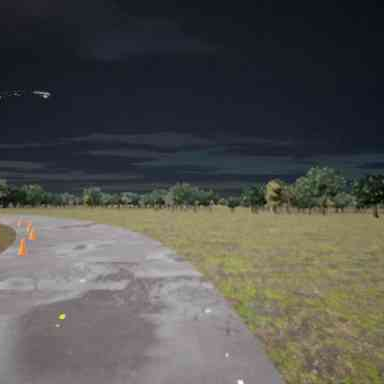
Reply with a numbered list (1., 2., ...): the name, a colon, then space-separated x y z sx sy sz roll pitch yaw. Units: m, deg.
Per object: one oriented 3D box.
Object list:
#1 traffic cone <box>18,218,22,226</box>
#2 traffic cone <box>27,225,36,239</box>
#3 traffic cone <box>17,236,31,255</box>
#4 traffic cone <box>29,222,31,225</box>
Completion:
1. traffic cone: -13.102 2.248 25.365 0.340 0.580 0.340 1 -1 -37
2. traffic cone: -8.265 2.146 17.263 0.340 0.580 0.340 1 -1 -25
3. traffic cone: -6.543 2.094 12.862 0.340 0.580 0.340 0 -1 -18
4. traffic cone: -10.460 2.199 21.447 0.340 0.580 0.340 1 -1 -31
